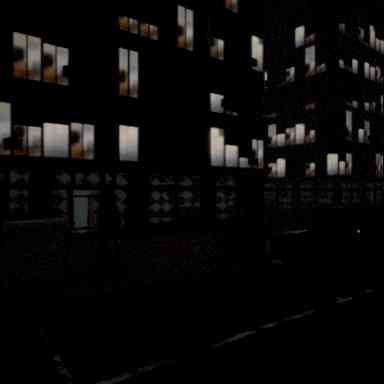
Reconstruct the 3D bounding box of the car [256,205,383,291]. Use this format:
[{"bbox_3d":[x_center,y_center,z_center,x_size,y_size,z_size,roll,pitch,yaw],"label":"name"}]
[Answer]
[{"bbox_3d":[4.024,1.312,9.187,5.009,1.841,2.192,0,0,-36],"label":"car"}]
